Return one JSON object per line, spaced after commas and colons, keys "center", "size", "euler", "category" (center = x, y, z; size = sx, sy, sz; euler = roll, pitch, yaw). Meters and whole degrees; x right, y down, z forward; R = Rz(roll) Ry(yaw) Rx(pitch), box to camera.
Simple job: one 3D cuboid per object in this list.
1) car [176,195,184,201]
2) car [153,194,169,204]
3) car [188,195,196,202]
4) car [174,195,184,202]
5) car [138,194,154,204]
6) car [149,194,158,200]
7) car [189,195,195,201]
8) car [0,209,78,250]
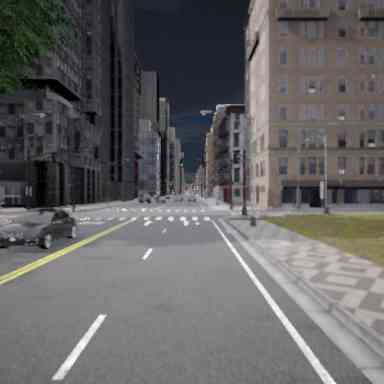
{"center": [-3.245, 1.542, 90.273], "size": [1.882, 1.535, 5.008], "euler": [0, 0, 0], "category": "car"}
{"center": [-6.496, 1.658, 68.989], "size": [1.837, 1.490, 4.892], "euler": [0, 0, 0], "category": "car"}
{"center": [0.005, 1.744, 80.683], "size": [1.994, 1.385, 4.181], "euler": [0, 0, 0], "category": "car"}
{"center": [-3.245, 1.727, 79.850], "size": [2.033, 1.411, 5.357], "euler": [0, 0, 0], "category": "car"}
{"center": [-9.746, 1.383, 68.959], "size": [2.150, 2.045, 5.566], "euler": [0, 0, 0], "category": "car"}
{"center": [-9.745, 1.304, 84.441], "size": [1.882, 1.535, 5.008], "euler": [0, 0, 0], "category": "car"}
{"center": [0.006, 1.607, 90.689], "size": [1.812, 1.442, 4.674], "euler": [0, 0, 0], "category": "car"}
{"center": [-6.576, 1.529, 14.631], "size": [1.837, 1.490, 4.892], "euler": [0, -1, 0], "category": "car"}
